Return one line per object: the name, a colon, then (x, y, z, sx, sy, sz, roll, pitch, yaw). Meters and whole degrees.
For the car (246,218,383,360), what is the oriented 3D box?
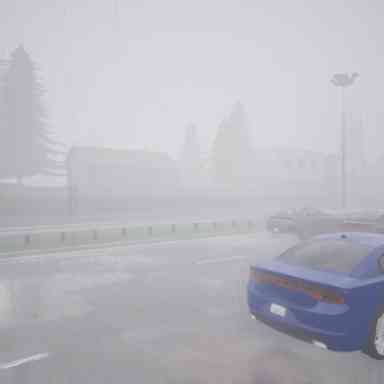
car: (3.201, 1.475, 6.032, 5.008, 1.535, 1.882, 0, 0, -36)

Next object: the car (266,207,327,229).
car: (5.789, 1.484, 16.479, 4.902, 1.511, 2.128, 0, 0, -36)

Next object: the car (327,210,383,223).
car: (7.893, 1.498, 13.680, 4.892, 1.490, 1.837, 0, 0, -36)
